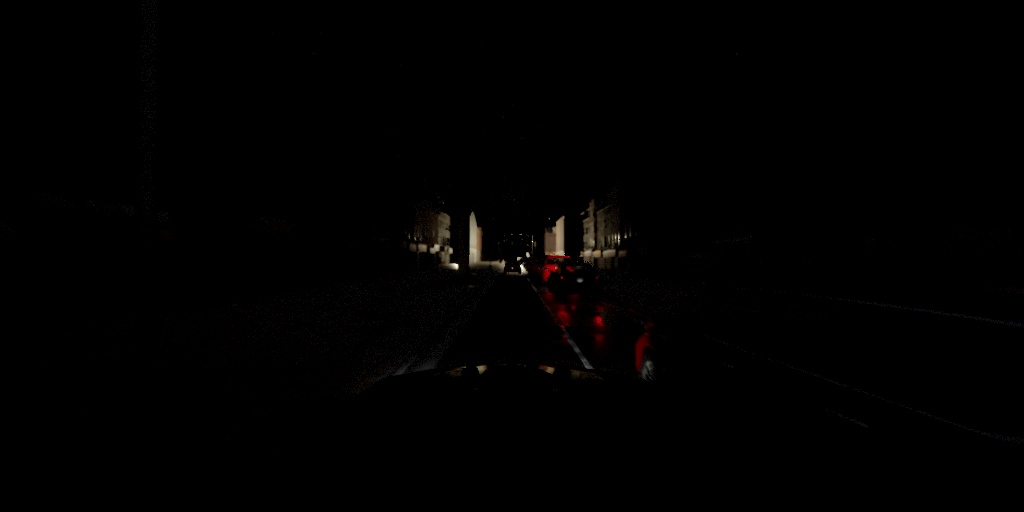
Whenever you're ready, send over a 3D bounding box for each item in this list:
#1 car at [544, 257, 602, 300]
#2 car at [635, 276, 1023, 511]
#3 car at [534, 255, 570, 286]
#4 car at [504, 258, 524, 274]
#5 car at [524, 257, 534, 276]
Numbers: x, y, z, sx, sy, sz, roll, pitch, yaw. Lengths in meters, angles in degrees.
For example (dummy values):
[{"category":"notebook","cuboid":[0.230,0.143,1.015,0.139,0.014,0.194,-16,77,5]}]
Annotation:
[{"category":"car","cuboid":[2.989,1.091,17.889,2.097,1.767,4.553,0,0,0]},{"category":"car","cuboid":[2.639,1.064,2.776,2.192,1.841,5.009,0,0,0]},{"category":"car","cuboid":[2.983,0.961,24.950,2.150,2.045,5.566,0,0,0]},{"category":"car","cuboid":[0.065,1.284,40.821,1.994,1.385,4.181,0,0,1]},{"category":"car","cuboid":[2.640,1.039,36.021,2.192,1.841,5.009,0,0,0]}]
